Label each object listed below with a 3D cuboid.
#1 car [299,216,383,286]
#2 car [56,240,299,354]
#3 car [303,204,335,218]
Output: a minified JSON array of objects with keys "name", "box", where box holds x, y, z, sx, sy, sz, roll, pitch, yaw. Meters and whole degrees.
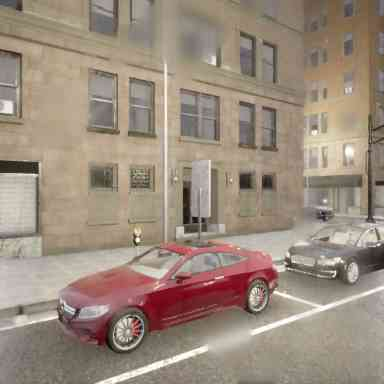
[{"name":"car","box":[4.437,1.550,9.321,4.403,1.369,2.008,0,0,-35]},{"name":"car","box":[-0.198,1.582,6.035,4.206,1.307,1.802,0,0,-35]},{"name":"car","box":[8.227,1.515,25.132,1.895,1.301,4.718,0,0,-35]}]
